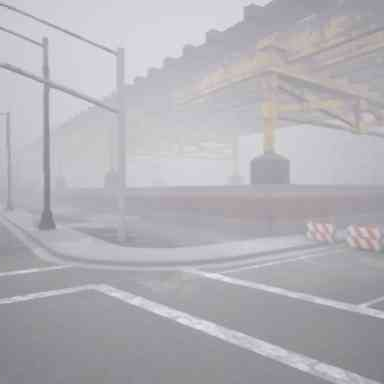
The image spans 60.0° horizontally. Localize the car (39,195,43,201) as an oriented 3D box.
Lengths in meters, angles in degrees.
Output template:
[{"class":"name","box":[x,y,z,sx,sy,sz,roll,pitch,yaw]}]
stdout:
[{"class":"car","box":[-29.720,1.140,69.065,2.038,1.542,4.974,0,0,10]}]
